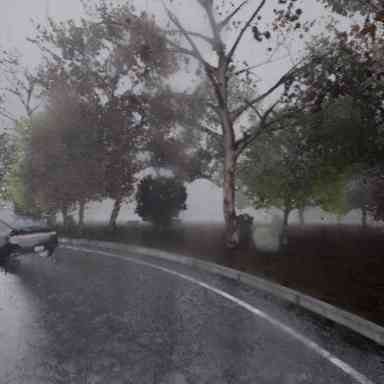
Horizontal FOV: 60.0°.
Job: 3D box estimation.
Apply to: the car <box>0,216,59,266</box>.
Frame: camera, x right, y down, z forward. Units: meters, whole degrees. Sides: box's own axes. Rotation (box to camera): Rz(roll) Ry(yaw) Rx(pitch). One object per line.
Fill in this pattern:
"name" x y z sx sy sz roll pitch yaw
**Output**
"car" -6.802 1.631 12.076 4.902 1.511 2.128 -1 0 37
